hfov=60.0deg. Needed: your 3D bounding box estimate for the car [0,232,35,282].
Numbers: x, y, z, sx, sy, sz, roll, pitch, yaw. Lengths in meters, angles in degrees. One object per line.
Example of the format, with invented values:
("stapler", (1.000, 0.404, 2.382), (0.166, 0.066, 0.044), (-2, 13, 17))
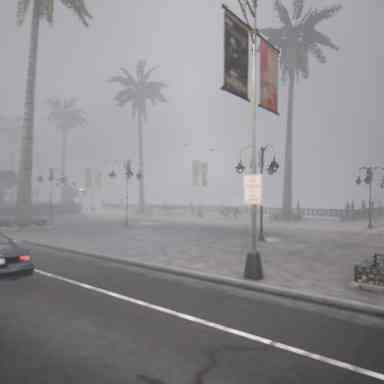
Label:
("car", (-6.343, 1.655, 9.212), (5.357, 1.411, 2.033), (0, -1, 40))
